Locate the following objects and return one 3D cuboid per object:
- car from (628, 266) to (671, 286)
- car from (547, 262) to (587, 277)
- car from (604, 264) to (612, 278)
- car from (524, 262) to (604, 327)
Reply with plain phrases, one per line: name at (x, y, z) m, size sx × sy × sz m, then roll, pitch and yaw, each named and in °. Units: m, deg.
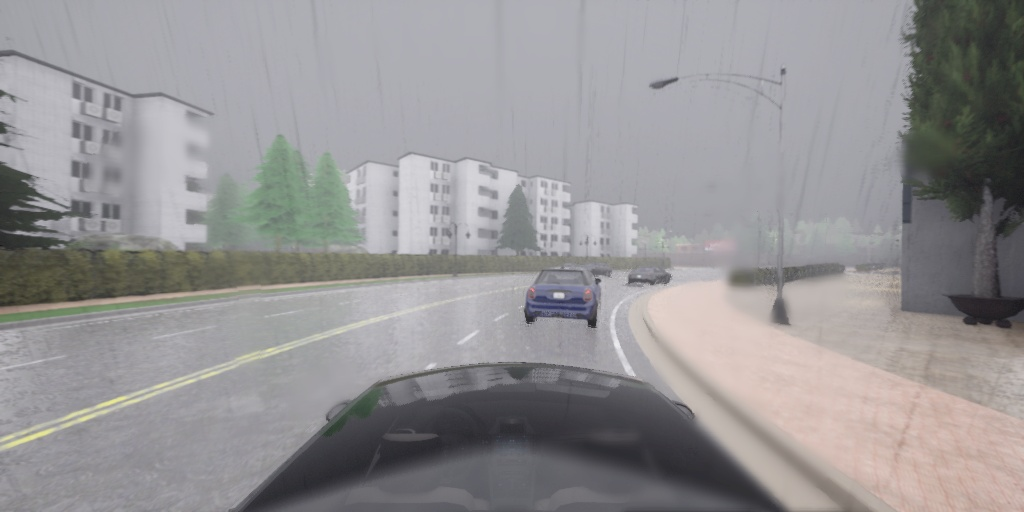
car at (10.431, 1.441, 27.043) m, size 1.994 × 1.385 × 4.181 m, roll 1°, pitch 0°, yaw 43°
car at (5.829, 1.390, 37.584) m, size 4.181 × 1.385 × 1.994 m, roll 1°, pitch 0°, yaw -44°
car at (7.755, 1.340, 34.580) m, size 4.902 × 1.511 × 2.128 m, roll 1°, pitch 0°, yaw -44°
car at (1.869, 1.126, 12.030) m, size 2.097 × 1.767 × 4.553 m, roll 1°, pitch 0°, yaw 15°
